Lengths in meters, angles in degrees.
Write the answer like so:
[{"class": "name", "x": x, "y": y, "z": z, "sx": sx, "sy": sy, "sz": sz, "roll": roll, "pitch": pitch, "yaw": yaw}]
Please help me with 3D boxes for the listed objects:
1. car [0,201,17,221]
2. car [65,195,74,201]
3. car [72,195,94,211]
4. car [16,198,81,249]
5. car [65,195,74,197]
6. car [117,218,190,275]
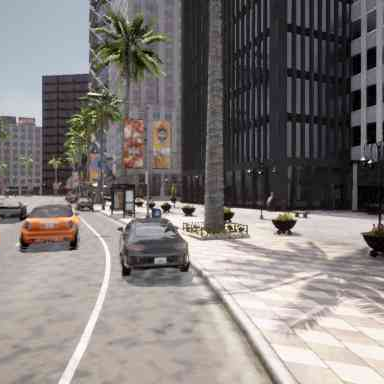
[{"class": "car", "x": -14.282, "y": 1.481, "z": 26.444, "sx": 2.128, "sy": 1.511, "sz": 4.902, "roll": 0, "pitch": 0, "yaw": -22}, {"class": "car", "x": -32.534, "y": 1.487, "z": 88.208, "sx": 2.161, "sy": 1.482, "sz": 4.786, "roll": 0, "pitch": 0, "yaw": -23}, {"class": "car", "x": -13.162, "y": 1.471, "z": 40.701, "sx": 2.231, "sy": 1.521, "sz": 4.892, "roll": 0, "pitch": 0, "yaw": -23}, {"class": "car", "x": -6.225, "y": 1.347, "z": 14.941, "sx": 2.097, "sy": 1.767, "sz": 4.553, "roll": 0, "pitch": 0, "yaw": -18}, {"class": "car", "x": -24.413, "y": 1.335, "z": 67.836, "sx": 2.185, "sy": 1.767, "sz": 4.553, "roll": 0, "pitch": 0, "yaw": -23}, {"class": "car", "x": -1.312, "y": 1.525, "z": 10.435, "sx": 1.812, "sy": 1.442, "sz": 4.674, "roll": 0, "pitch": 0, "yaw": -13}]
